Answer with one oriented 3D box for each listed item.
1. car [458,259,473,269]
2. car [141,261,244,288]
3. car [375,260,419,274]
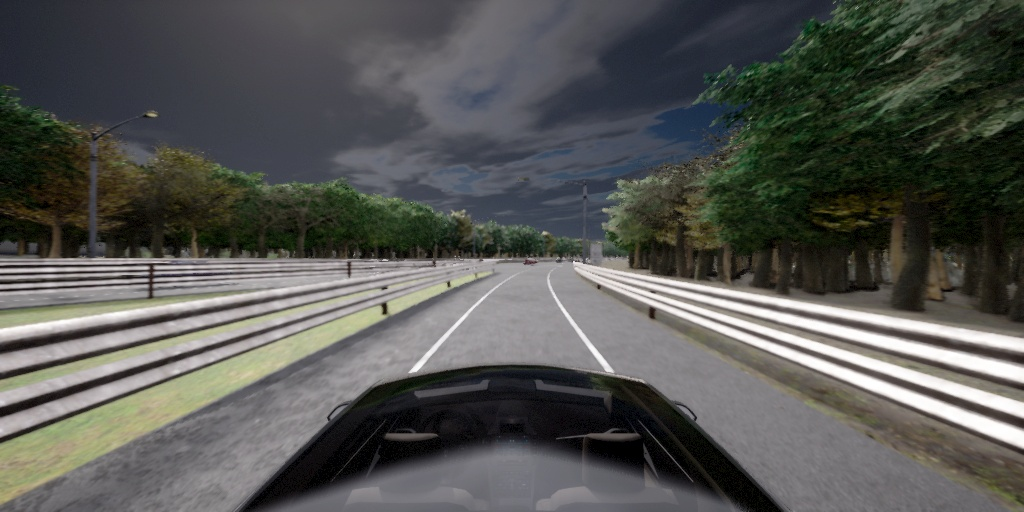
[{"bbox_3d":[-6.184,1.153,51.971,1.812,1.442,4.674,0,0,21],"label":"car"},{"bbox_3d":[-18.008,0.982,20.541,1.812,1.442,4.674,0,0,21],"label":"car"},{"bbox_3d":[-11.794,1.091,37.054,2.033,1.411,5.357,0,0,21],"label":"car"}]
